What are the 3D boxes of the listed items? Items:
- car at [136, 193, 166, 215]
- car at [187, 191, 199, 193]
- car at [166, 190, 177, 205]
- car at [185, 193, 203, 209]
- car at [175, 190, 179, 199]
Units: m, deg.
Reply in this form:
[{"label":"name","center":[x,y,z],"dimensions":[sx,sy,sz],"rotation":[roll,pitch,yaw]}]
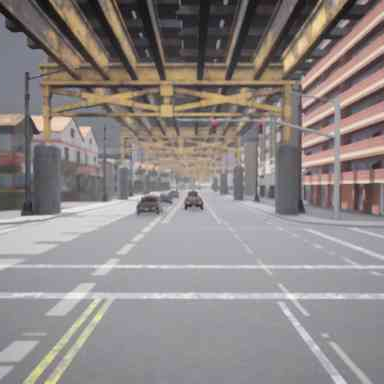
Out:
[{"label":"car","center":[-3.529,1.067,28.140],"dimensions":[1.837,1.490,4.892],"rotation":[0,2,0]},{"label":"car","center":[0.172,0.458,60.959],"dimensions":[1.882,1.535,5.008],"rotation":[0,2,1]},{"label":"car","center":[-3.487,0.873,43.492],"dimensions":[2.033,1.411,5.357],"rotation":[0,1,0]},{"label":"car","center":[0.185,1.060,35.166],"dimensions":[1.895,1.301,4.718],"rotation":[0,1,0]},{"label":"car","center":[-3.350,0.470,62.832],"dimensions":[1.837,1.490,4.892],"rotation":[0,1,0]}]
